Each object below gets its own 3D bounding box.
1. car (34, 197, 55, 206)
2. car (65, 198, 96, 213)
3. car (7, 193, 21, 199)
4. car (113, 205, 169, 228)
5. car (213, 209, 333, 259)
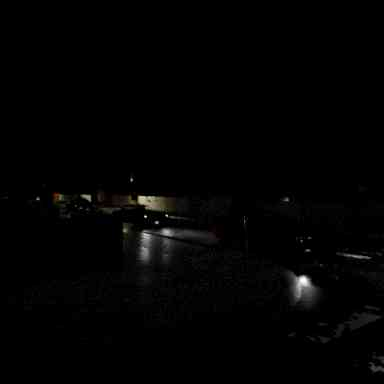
[{"bbox_3d":[-20.076,1.317,45.125,2.033,1.411,5.357,0,0,-36],"label":"car"},{"bbox_3d":[-10.800,1.347,31.999,1.837,1.490,4.892,0,1,-36],"label":"car"},{"bbox_3d":[-44.577,1.116,84.155,2.033,1.411,5.357,0,0,-36],"label":"car"},{"bbox_3d":[-3.378,1.506,21.599,1.895,1.301,4.718,0,0,-36],"label":"car"},{"bbox_3d":[2.886,1.438,12.854,1.882,1.535,5.008,0,1,-36],"label":"car"}]
